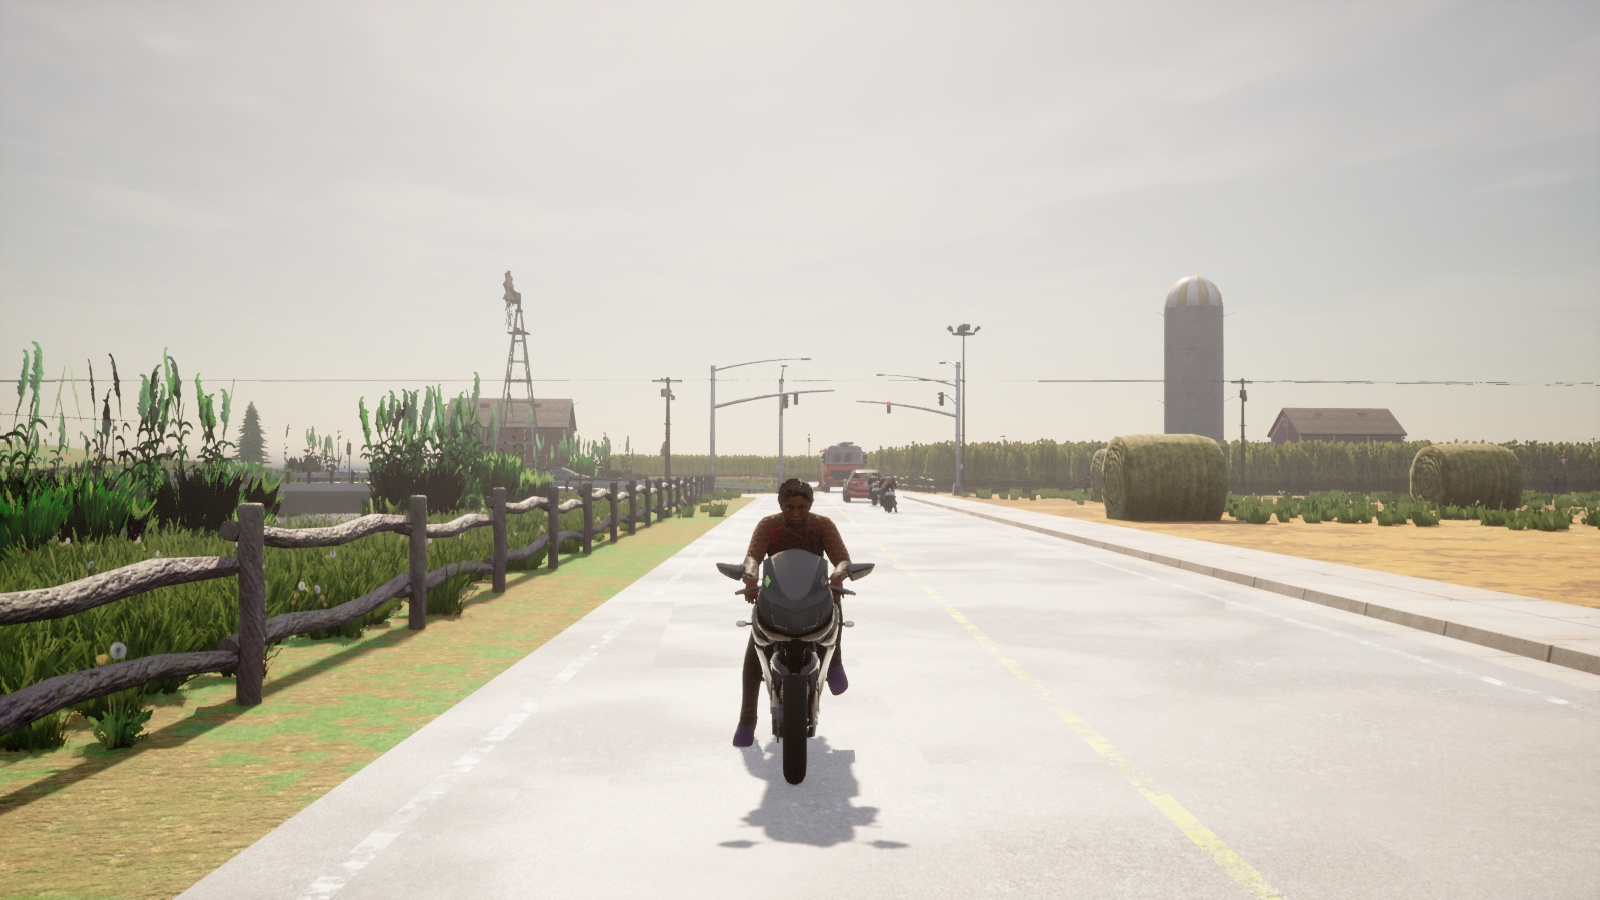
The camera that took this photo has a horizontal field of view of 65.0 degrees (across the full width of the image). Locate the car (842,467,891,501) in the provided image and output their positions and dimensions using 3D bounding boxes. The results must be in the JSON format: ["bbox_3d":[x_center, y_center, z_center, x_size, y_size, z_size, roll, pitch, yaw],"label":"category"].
[{"bbox_3d":[3.340,1.719,64.063,2.242,1.667,4.611,0,-1,0],"label":"car"}]

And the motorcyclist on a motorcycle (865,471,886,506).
[{"bbox_3d":[3.357,1.726,56.252,0.797,1.523,2.044,0,-1,0],"label":"motorcyclist on a motorcycle"}]

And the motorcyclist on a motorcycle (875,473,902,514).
[{"bbox_3d":[3.378,1.640,47.979,0.866,1.530,2.191,0,-1,0],"label":"motorcyclist on a motorcycle"}]

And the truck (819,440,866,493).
[{"bbox_3d":[3.149,1.284,96.197,2.891,3.827,8.468,0,-1,-3],"label":"truck"}]

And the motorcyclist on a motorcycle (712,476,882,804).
[{"bbox_3d":[-0.018,0.913,6.928,0.797,1.523,2.044,0,-1,0],"label":"motorcyclist on a motorcycle"}]

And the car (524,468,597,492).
[{"bbox_3d":[-15.365,1.918,80.726,4.181,1.385,1.994,2,-1,3],"label":"car"}]
